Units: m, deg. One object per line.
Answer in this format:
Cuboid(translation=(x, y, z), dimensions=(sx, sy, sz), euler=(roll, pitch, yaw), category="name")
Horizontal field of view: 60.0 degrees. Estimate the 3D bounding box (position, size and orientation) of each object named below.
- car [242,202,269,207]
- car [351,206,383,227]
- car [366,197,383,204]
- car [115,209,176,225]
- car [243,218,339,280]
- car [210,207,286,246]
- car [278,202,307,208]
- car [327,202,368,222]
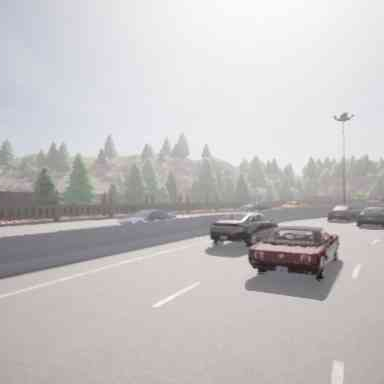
Cuboid(translation=(8.426, 2.090, 44.459), dimensions=(4.902, 1.511, 2.128), euler=(0, -1, -42), category="car")
Cuboid(translation=(13.695, 1.806, 24.646), dimensions=(1.994, 1.385, 4.181), euler=(-1, -1, 41), category="car")
Cuboid(translation=(28.282, 1.764, 50.705), dimensions=(5.566, 2.045, 2.150), euler=(1, -2, -31), category="car")
Cuboid(translation=(-2.735, 1.827, 20.749), dimensions=(1.812, 1.442, 4.674), euler=(-1, -1, 34), category="car")
Cuboid(translation=(3.423, 1.719, 10.483), dimensions=(1.895, 1.301, 4.718), euler=(-1, -1, 30), category="car")
Cuboid(translation=(2.608, 1.687, 15.768), dimensions=(2.128, 1.511, 4.902), euler=(-1, -1, 32), category="car")
Cuboid(translation=(13.326, 2.032, 44.128), dimensions=(5.008, 1.535, 1.882), euler=(0, -1, -40), category="car")
Cuboid(translation=(13.860, 1.885, 29.984), dimensions=(1.994, 1.385, 4.181), euler=(-1, -1, 44), category="car")
